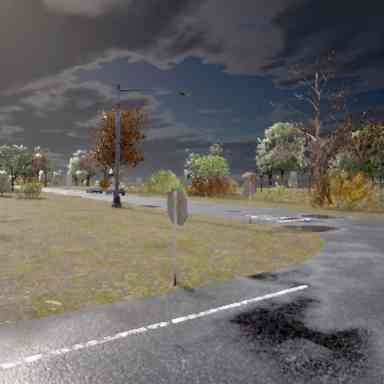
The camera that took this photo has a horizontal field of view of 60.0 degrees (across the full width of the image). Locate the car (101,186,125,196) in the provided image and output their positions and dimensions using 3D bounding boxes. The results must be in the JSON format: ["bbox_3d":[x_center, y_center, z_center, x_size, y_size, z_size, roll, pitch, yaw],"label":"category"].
[{"bbox_3d":[-12.056,-0.204,52.024,1.837,1.490,4.892,0,2,-36],"label":"car"}]

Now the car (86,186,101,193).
[{"bbox_3d":[-17.635,-0.453,59.829,1.994,1.385,4.181,0,2,-36],"label":"car"}]
